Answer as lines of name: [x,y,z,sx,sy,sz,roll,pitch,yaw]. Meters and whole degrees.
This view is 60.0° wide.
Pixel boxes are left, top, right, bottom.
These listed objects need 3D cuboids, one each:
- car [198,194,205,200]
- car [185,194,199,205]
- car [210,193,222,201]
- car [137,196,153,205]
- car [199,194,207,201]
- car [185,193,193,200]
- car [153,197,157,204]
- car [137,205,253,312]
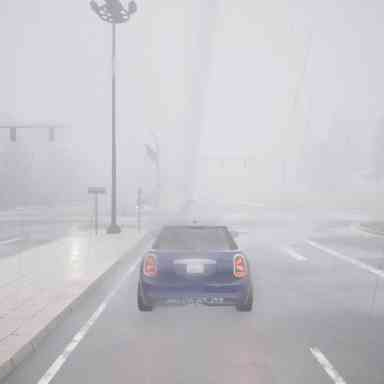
car: [2.688,1.442,95.603,1.882,1.535,5.008,0,0,-1]
car: [-0.161,1.526,54.717,1.812,1.442,4.674,0,0,-1]
car: [6.357,1.215,85.008,2.150,2.045,5.566,0,0,-1]
car: [-8.282,1.505,57.059,1.837,1.490,4.892,0,0,-1]
car: [2.852,1.513,85.279,1.812,1.442,4.674,0,0,-1]
car: [-0.812,1.189,95.577,2.150,2.045,5.566,0,0,-1]
car: [-8.370,1.505,66.268,1.837,1.490,4.892,0,0,0]
car: [0.071,1.352,7.897,2.097,1.767,4.553,0,0,0]
